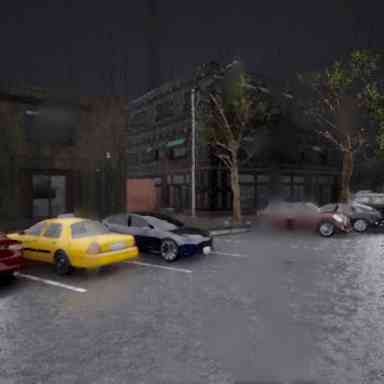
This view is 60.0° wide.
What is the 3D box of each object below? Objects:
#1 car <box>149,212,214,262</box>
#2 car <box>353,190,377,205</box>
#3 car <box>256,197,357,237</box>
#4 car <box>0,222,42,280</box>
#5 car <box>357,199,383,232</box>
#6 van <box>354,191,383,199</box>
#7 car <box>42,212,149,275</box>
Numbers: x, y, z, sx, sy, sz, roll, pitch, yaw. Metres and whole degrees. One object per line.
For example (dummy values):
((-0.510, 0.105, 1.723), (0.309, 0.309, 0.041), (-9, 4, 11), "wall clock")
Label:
((-1.490, 1.473, 11.986), (4.792, 1.488, 2.163), (-1, -1, 35), "car")
((26.793, 0.826, 51.376), (2.435, 2.045, 5.566), (0, 1, 36), "car")
((5.689, 1.249, 17.160), (4.553, 1.767, 2.185), (-1, -1, 35), "car")
((-6.337, 1.490, 8.568), (5.008, 1.535, 2.097), (-1, 0, 34), "car")
((8.132, 1.352, 18.859), (4.892, 1.521, 2.231), (-1, 0, 34), "car")
((12.847, 1.079, 22.351), (4.442, 1.987, 1.878), (-1, 0, 35), "van")
((-4.085, 1.467, 10.378), (5.366, 1.575, 1.946), (-1, 0, 35), "car")
